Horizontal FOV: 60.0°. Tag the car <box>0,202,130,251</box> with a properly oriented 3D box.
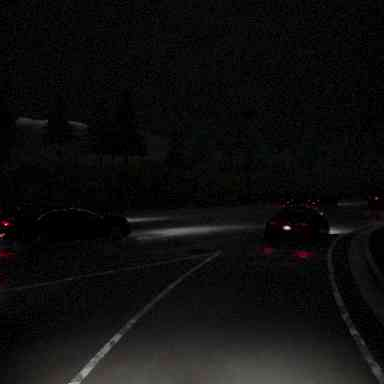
[{"bbox_3d":[-4.845,1.302,13.299,4.902,1.511,2.128,-1,1,-40],"label":"car"}]

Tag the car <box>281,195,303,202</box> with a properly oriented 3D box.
[{"bbox_3d":[13.645,0.971,42.844,4.718,1.301,1.895,-1,1,-40],"label":"car"}]

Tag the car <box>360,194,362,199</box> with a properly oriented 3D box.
[{"bbox_3d":[31.248,0.686,57.968,5.357,1.411,2.033,-1,1,-40],"label":"car"}]

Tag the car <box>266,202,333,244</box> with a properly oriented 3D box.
[{"bbox_3d":[4.726,1.347,14.678,1.994,1.385,4.181,0,1,30],"label":"car"}]

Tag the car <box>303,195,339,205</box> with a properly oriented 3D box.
[{"bbox_3d":[15.865,1.008,40.138,4.718,1.301,1.895,-1,1,-40],"label":"car"}]

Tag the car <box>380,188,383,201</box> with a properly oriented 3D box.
[{"bbox_3d":[33.478,0.397,55.266,5.566,2.045,2.150,-1,1,-40],"label":"car"}]

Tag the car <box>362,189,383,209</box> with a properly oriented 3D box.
[{"bbox_3d":[20.394,0.700,34.795,5.566,2.045,2.150,-1,1,-40],"label":"car"}]

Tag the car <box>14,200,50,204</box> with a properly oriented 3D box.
[{"bbox_3d":[-8.665,1.221,19.241,4.902,1.511,2.128,-1,1,-40],"label":"car"}]
